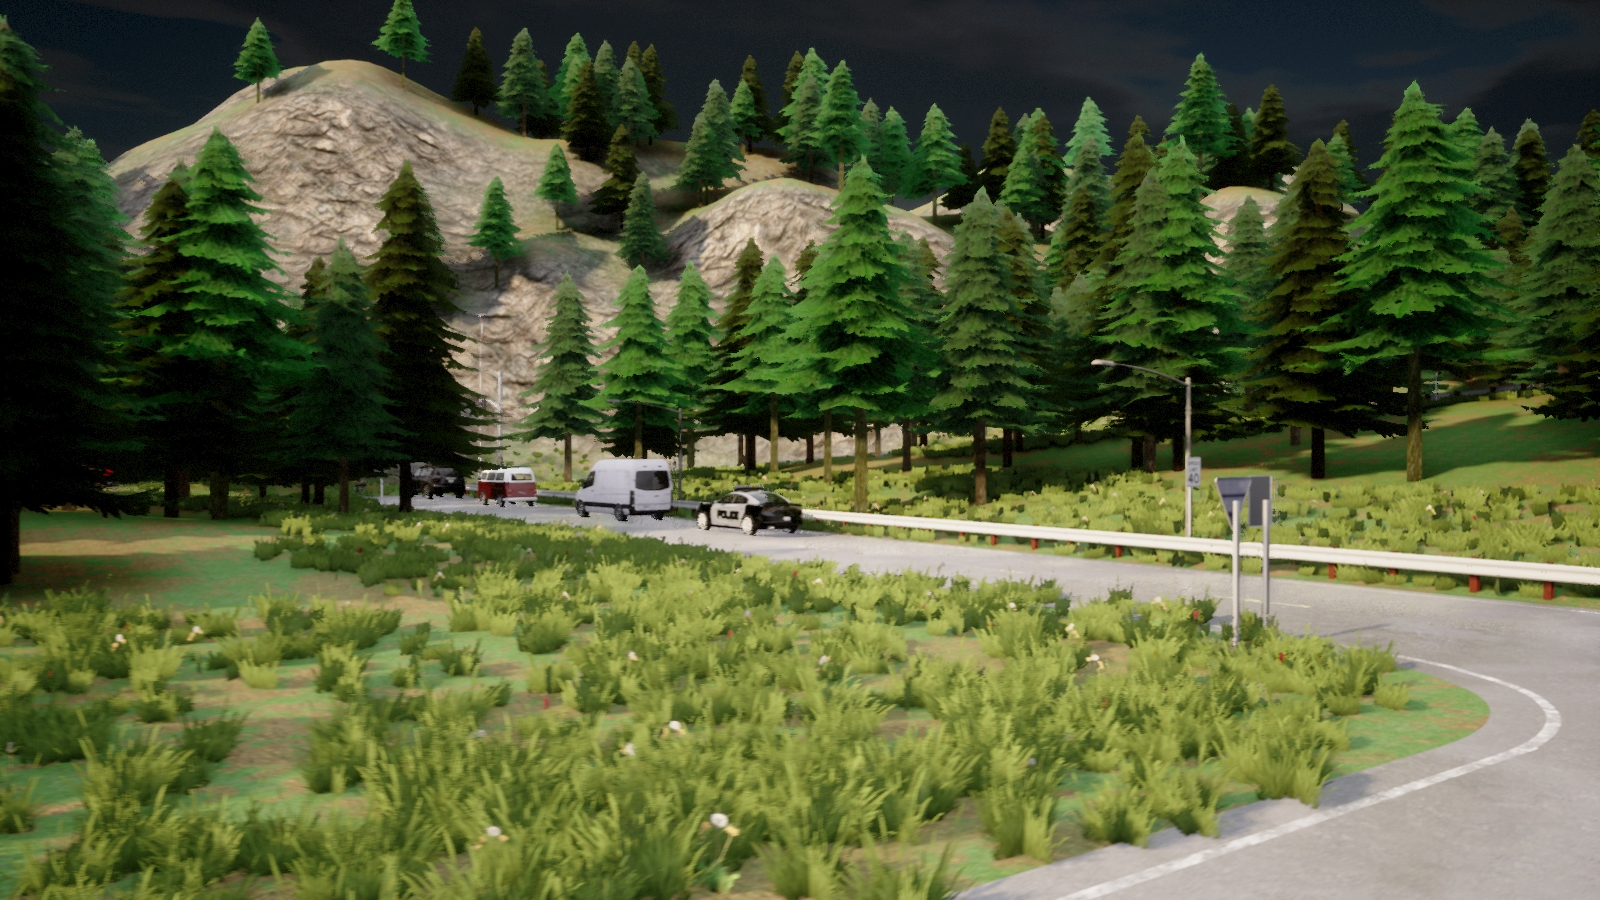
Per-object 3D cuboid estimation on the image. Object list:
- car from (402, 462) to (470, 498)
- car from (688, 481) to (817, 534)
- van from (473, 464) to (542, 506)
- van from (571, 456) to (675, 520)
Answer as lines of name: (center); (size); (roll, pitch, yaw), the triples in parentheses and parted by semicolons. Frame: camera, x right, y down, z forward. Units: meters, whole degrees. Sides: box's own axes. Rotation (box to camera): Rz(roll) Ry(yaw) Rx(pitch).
car: (-22.063, 1.786, 69.151); (2.150, 2.045, 5.566); (0, 0, -38)
car: (-1.772, 1.989, 40.772); (2.097, 1.638, 5.238); (0, 0, -35)
van: (-15.346, 1.788, 59.825); (2.069, 2.038, 4.480); (0, 0, -35)
van: (-7.666, 1.541, 48.923); (1.988, 2.561, 5.915); (0, 0, -35)
